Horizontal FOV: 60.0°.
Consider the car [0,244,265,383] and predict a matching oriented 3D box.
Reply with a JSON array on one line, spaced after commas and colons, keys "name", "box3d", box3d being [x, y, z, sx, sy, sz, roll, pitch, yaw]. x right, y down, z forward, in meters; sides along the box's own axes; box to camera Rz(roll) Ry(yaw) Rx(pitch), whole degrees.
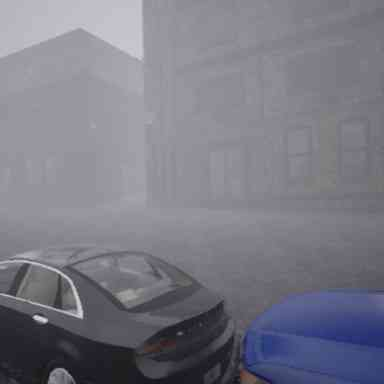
[{"name": "car", "box3d": [-1.781, 1.480, 4.575, 4.892, 1.521, 2.231, 0, 0, 35]}]
